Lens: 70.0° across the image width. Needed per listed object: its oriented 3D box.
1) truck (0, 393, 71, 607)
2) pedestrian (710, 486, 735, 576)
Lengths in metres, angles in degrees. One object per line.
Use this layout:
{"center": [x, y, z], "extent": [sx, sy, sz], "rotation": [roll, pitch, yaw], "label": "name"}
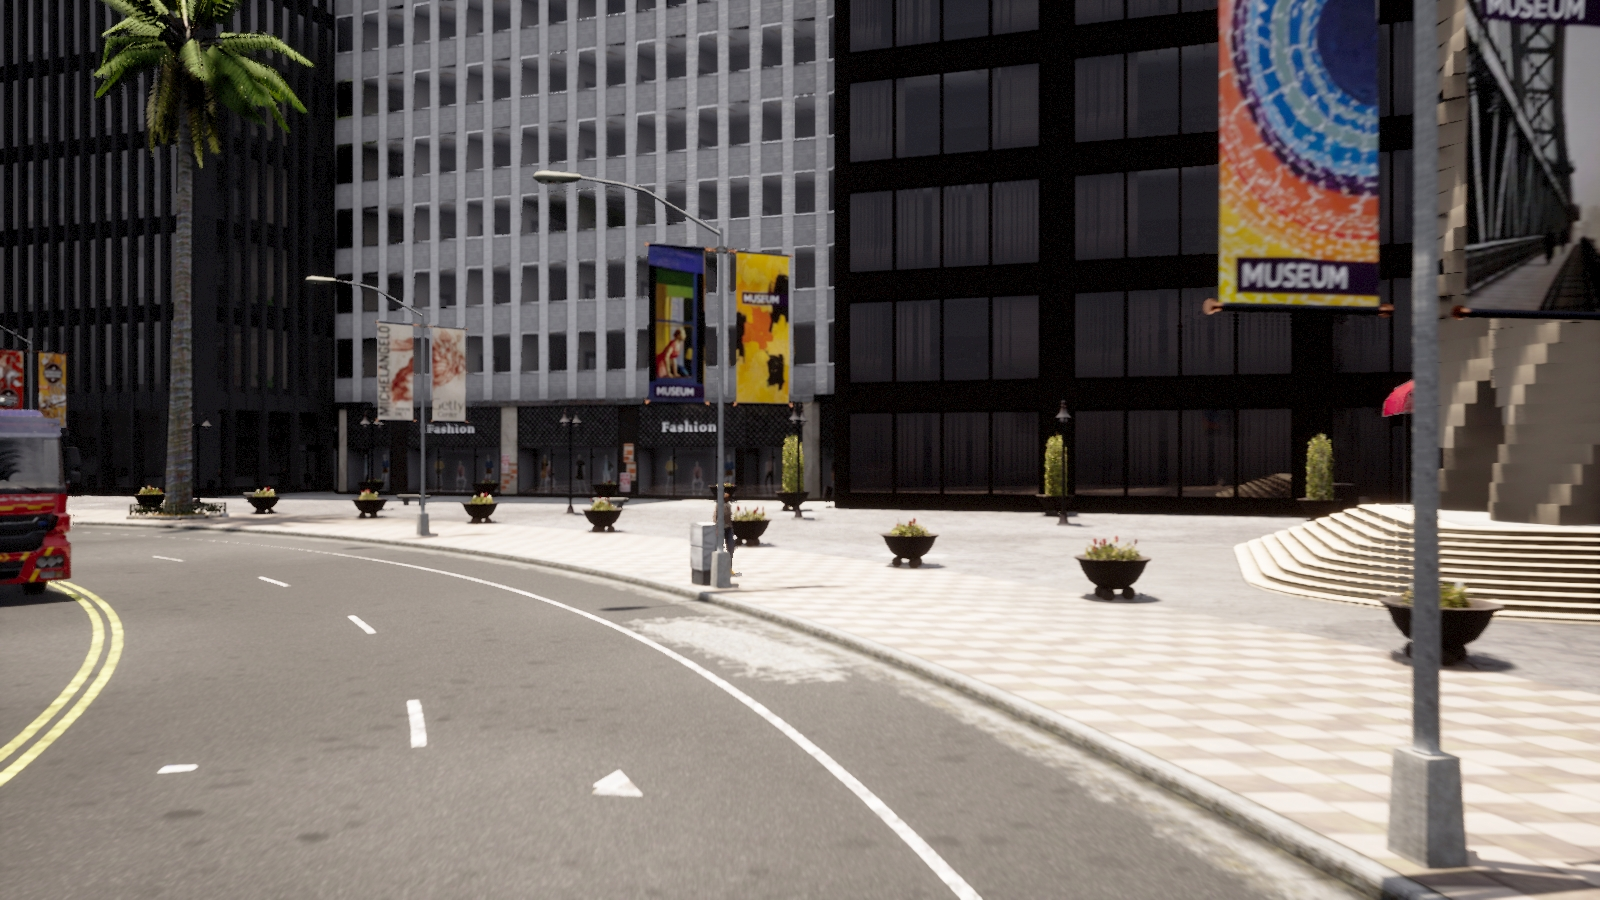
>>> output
{"center": [-17.645, 0.894, 22.956], "extent": [8.468, 3.827, 2.891], "rotation": [0, 0, 42], "label": "truck"}
{"center": [-1.628, 1.696, 24.019], "extent": [0.375, 1.860, 0.375], "rotation": [0, 0, -35], "label": "pedestrian"}
